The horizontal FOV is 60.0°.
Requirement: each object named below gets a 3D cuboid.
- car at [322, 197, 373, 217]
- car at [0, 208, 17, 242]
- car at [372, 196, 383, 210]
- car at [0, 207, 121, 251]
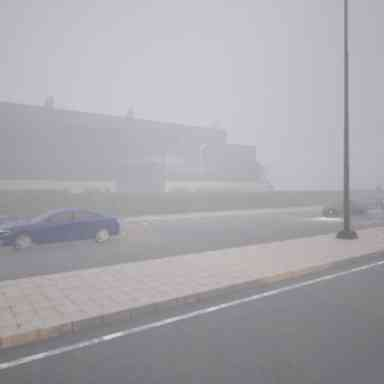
[{"bbox_3d":[12.376,1.327,26.878,4.181,1.385,1.994,0,0,-35],"label":"car"},{"bbox_3d":[-10.535,1.544,14.777,4.674,1.442,1.812,-1,1,-35],"label":"car"},{"bbox_3d":[20.582,1.211,36.965,4.892,1.490,1.837,-3,2,-36],"label":"car"},{"bbox_3d":[-5.542,1.442,14.159,5.008,1.535,1.882,0,0,-35],"label":"car"}]
